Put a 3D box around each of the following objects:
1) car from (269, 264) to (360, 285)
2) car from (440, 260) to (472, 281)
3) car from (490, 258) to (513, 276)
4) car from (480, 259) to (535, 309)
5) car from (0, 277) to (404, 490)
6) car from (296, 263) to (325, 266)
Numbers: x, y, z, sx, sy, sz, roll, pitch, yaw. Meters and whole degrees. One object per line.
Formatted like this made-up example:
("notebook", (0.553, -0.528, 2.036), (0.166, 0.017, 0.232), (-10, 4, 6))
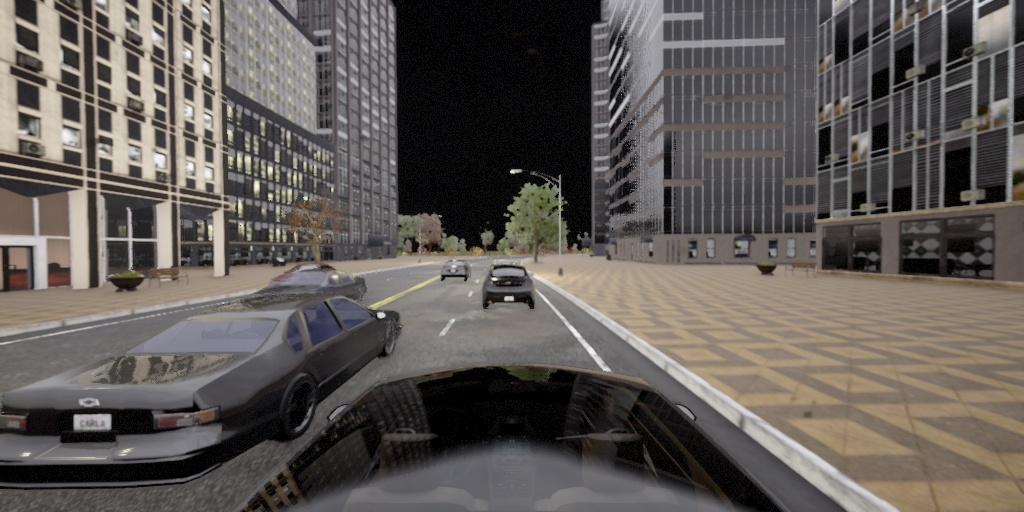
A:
("car", (-6.795, 1.177, 12.543), (2.033, 1.411, 5.357), (0, 1, -1))
("car", (-3.932, 0.971, 25.679), (2.033, 1.411, 5.357), (0, 1, -3))
("car", (-0.936, 0.923, 31.575), (1.895, 1.301, 4.718), (0, 1, -2))
("car", (-0.170, 1.078, 13.986), (1.837, 1.490, 4.892), (0, 1, -2))
("car", (-3.199, 1.264, 5.216), (2.033, 1.411, 5.357), (0, 1, -1))
("car", (-10.260, 1.092, 18.270), (1.812, 1.442, 4.674), (0, 1, -2))
